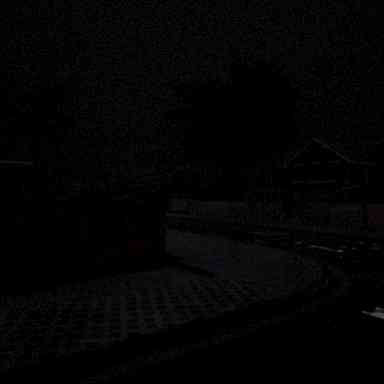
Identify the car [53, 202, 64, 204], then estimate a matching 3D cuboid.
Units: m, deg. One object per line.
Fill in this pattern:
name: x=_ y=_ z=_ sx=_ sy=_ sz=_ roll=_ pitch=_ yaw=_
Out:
car: x=-19.036 y=2.163 z=47.210 sx=2.033 sy=1.411 sz=5.357 roll=1 pitch=-2 yaw=-42
